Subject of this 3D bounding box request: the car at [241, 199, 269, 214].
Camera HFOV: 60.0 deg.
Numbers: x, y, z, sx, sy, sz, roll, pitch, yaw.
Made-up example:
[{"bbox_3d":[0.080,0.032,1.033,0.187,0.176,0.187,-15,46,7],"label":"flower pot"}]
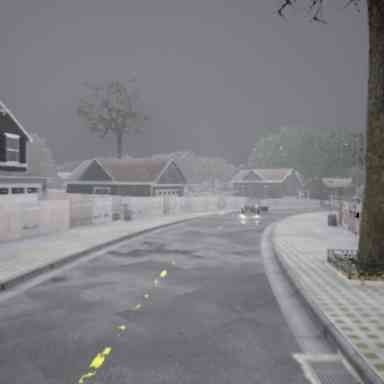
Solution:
[{"bbox_3d":[7.061,1.529,37.082,2.097,1.767,4.553,1,0,29],"label":"car"}]
